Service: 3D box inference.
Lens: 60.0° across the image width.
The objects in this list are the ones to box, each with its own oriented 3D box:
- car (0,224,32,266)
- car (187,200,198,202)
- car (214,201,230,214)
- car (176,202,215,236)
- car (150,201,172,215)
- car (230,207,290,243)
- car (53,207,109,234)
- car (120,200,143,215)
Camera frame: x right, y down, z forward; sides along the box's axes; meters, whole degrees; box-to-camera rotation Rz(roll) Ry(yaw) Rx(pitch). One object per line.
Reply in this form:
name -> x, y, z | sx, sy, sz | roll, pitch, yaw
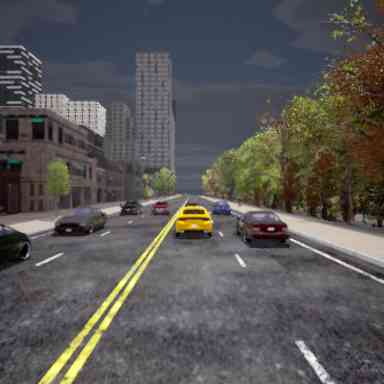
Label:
car -> -6.501, 1.615, 9.766 | 1.994, 1.385, 4.181 | 0, 0, 0
car -> 0.102, 1.711, 42.512 | 2.128, 1.511, 4.902 | 0, 0, 0
car -> 3.354, 1.744, 38.105 | 2.033, 1.411, 5.357 | 0, 0, 0
car -> 0.102, 1.578, 19.249 | 1.882, 1.535, 5.008 | 0, 0, 0
car -> -3.268, 1.711, 36.077 | 1.812, 1.442, 4.674 | 0, -1, 1
car -> 3.350, 1.635, 16.616 | 2.033, 1.411, 5.357 | 0, 0, 0
car -> -6.499, 1.653, 20.189 | 2.033, 1.411, 5.357 | 0, 0, 0
car -> -6.515, 1.695, 36.408 | 1.837, 1.490, 4.892 | 0, -1, 1
